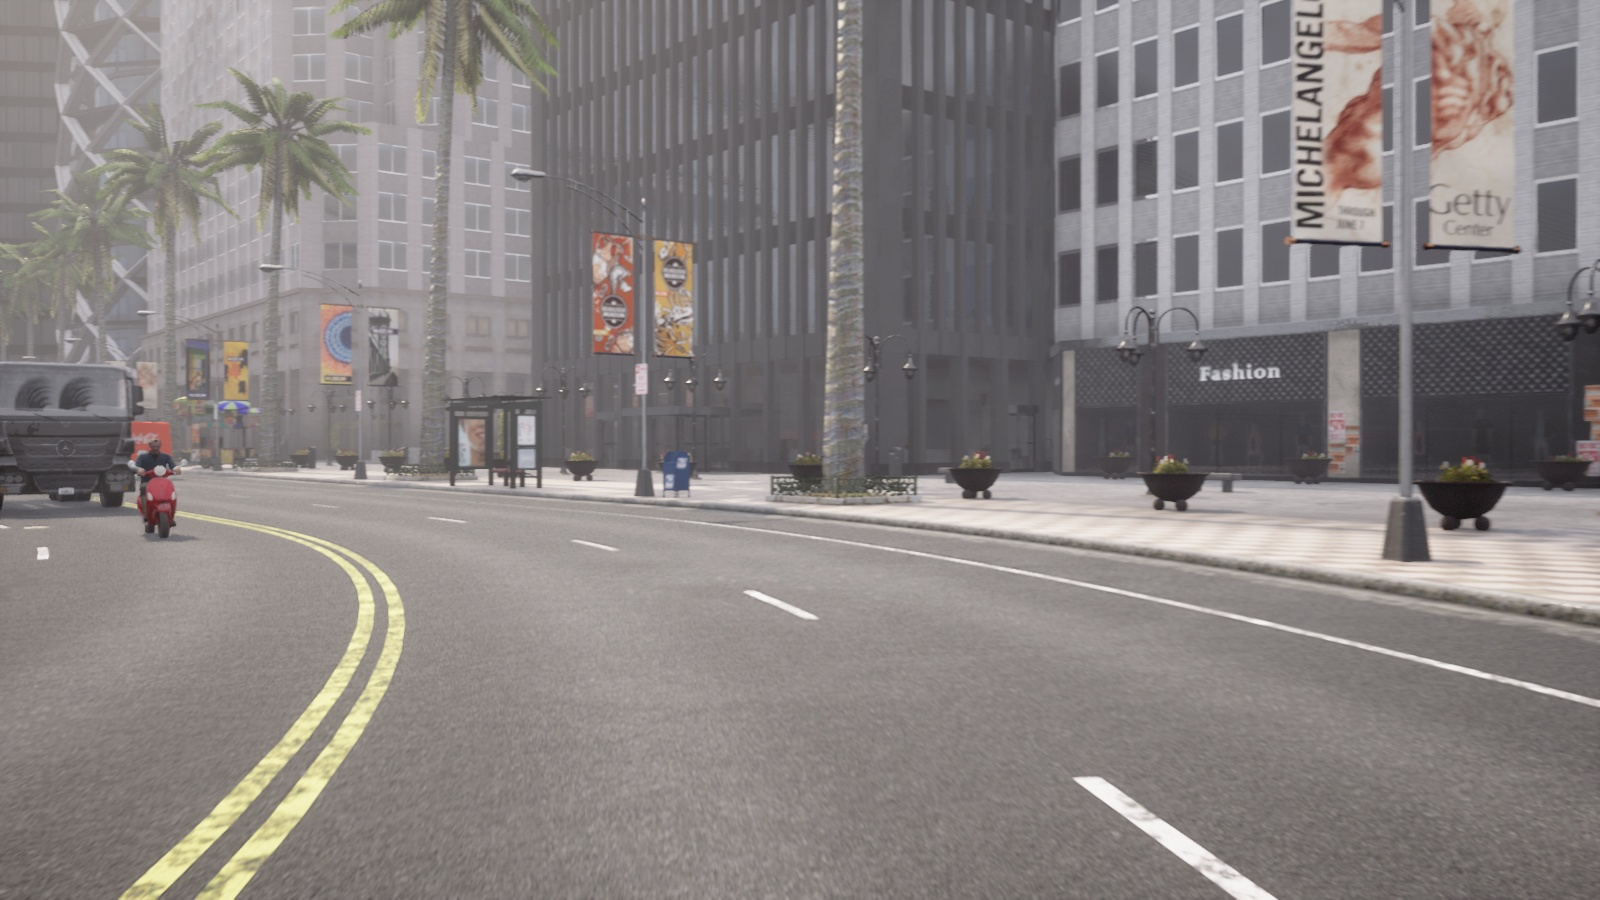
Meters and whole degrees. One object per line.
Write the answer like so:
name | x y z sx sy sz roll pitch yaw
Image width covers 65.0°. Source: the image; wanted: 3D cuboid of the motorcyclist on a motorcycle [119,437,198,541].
motorcyclist on a motorcycle | -10.347 0.588 20.225 0.866 1.590 1.817 -1 1 -35

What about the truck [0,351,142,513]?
truck | -18.548 -0.404 30.651 2.891 3.462 7.936 0 0 -39

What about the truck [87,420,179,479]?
truck | -29.391 -0.044 55.266 2.627 2.467 5.204 0 0 -39
